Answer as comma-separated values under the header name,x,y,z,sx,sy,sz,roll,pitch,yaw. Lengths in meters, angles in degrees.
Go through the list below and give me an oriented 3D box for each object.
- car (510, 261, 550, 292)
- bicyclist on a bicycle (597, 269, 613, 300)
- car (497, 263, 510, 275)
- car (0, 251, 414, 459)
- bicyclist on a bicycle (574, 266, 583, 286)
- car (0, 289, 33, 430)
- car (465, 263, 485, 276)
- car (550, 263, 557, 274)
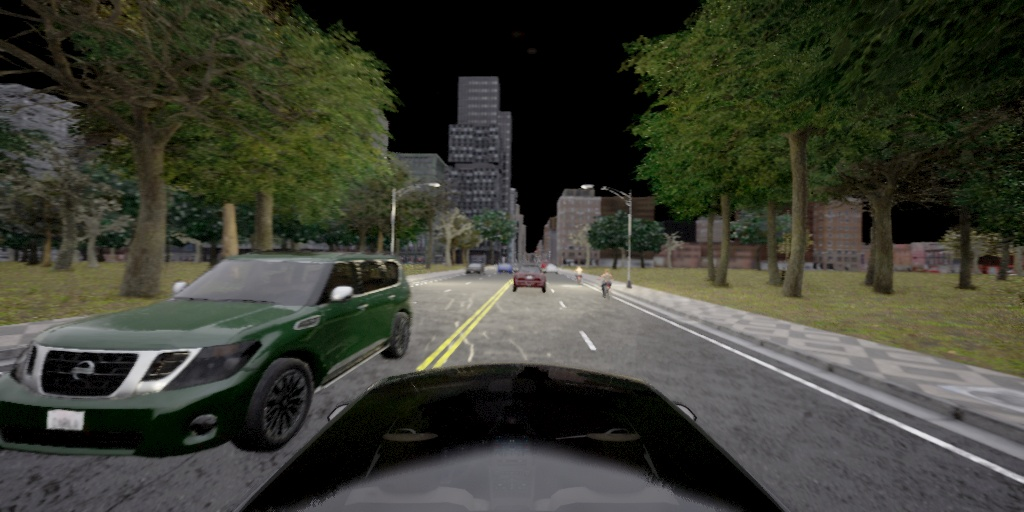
name,x,y,z,sx,sy,sz,roll,pitch,yaw
car,1.192,1.369,24.189,2.097,1.767,4.553,1,-1,3
bicyclist on a bicycle,4.953,1.478,18.868,0.866,1.612,1.509,1,-1,3
car,-0.940,1.743,48.778,1.882,1.535,5.008,1,-1,3
car,-3.259,0.936,5.503,2.150,2.045,5.566,1,-1,3
bicyclist on a bicycle,5.553,1.616,29.727,0.866,1.612,1.509,1,-1,3
car,-6.721,1.089,1.727,2.128,1.511,4.902,1,-1,3
car,-4.456,1.603,43.974,1.882,1.535,5.008,1,-1,3
car,6.184,2.053,56.813,1.812,1.442,4.674,1,-1,3
